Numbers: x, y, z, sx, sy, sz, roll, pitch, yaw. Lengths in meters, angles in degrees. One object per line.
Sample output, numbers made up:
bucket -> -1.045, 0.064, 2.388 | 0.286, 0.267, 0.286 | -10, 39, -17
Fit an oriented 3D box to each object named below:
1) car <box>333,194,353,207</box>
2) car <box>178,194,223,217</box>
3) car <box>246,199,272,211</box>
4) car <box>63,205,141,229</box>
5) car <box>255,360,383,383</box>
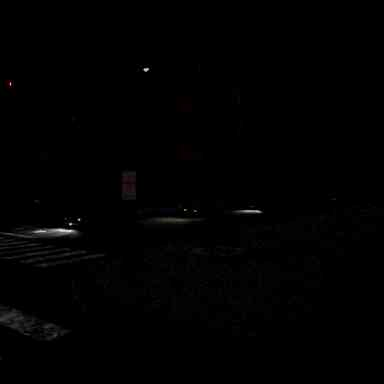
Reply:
car -> 24.024, 1.341, 52.935 | 2.150, 2.045, 5.566 | 0, -1, 35
car -> 0.963, 1.263, 31.962 | 2.150, 2.045, 5.566 | 0, 0, 35
car -> 8.622, 1.634, 42.719 | 1.994, 1.385, 4.181 | 0, 0, 36
car -> -5.836, 1.568, 22.358 | 2.033, 1.411, 5.357 | 0, 0, 35
car -> 2.143, 1.551, 1.314 | 4.403, 1.369, 2.008 | 0, 0, 36
